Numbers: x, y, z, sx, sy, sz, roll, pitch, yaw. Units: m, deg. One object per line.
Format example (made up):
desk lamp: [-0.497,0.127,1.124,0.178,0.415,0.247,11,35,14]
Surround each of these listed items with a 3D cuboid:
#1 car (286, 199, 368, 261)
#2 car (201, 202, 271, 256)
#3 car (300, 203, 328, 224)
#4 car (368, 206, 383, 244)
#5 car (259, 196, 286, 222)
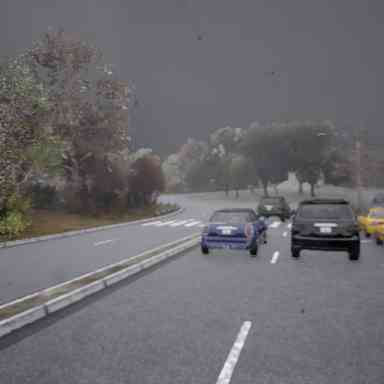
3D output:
car: [4.982,1.272,12.841,2.150,2.045,5.566,-1,0,18]
car: [1.908,1.447,13.887,2.097,1.767,4.553,-1,-1,18]
car: [10.060,1.692,27.156,1.994,1.385,4.181,-1,0,22]
car: [10.058,1.523,17.905,1.946,1.575,5.366,-1,-1,18]
car: [6.932,1.373,28.123,2.150,2.045,5.566,-1,0,22]
